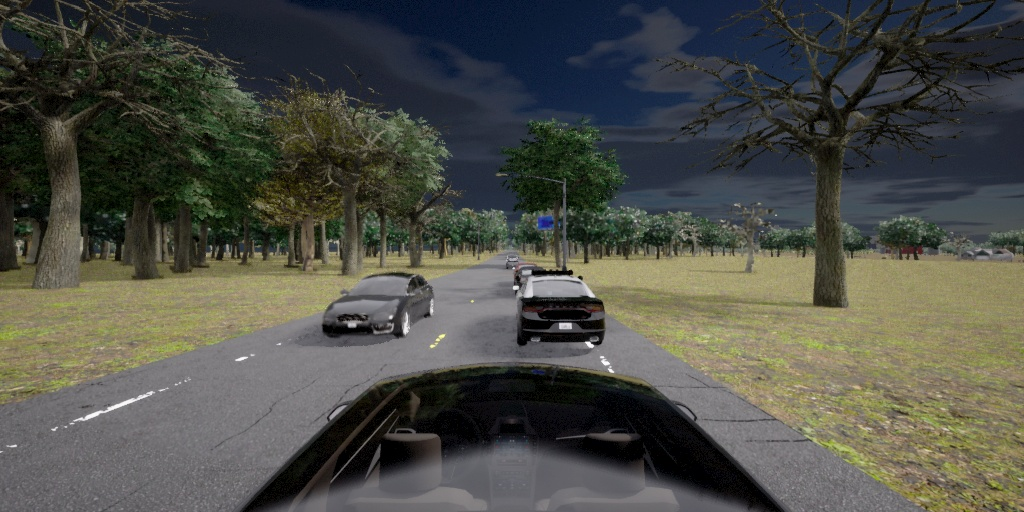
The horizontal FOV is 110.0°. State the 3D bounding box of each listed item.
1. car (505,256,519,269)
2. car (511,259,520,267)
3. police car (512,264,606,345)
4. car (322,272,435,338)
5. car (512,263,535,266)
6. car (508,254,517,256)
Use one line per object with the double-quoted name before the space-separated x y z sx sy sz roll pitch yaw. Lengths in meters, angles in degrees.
"car" 0.100 1.110 52.431 2.128 1.511 4.902 0 0 0
"car" 1.065 1.223 25.524 1.882 1.535 5.008 0 0 0
"police car" 1.054 1.175 9.635 1.930 1.638 5.238 0 0 0
"car" -3.494 1.254 10.263 1.837 1.490 4.892 0 0 0
"car" 1.061 1.276 19.525 1.812 1.442 4.674 0 0 0
"car" 0.042 0.726 65.064 2.150 2.045 5.566 0 1 0
